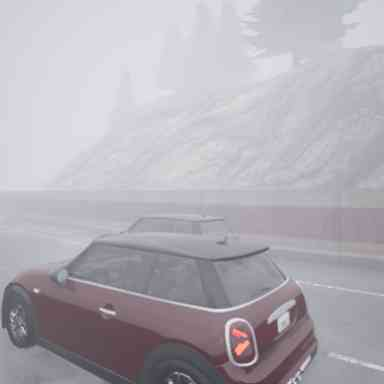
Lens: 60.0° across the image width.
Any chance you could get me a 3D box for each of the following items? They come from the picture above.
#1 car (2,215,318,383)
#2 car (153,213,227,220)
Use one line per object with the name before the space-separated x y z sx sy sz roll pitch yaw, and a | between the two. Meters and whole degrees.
car | -0.747 1.361 4.720 4.553 1.767 2.097 0 0 37
car | -0.794 1.370 9.173 4.553 1.767 2.097 0 0 38
